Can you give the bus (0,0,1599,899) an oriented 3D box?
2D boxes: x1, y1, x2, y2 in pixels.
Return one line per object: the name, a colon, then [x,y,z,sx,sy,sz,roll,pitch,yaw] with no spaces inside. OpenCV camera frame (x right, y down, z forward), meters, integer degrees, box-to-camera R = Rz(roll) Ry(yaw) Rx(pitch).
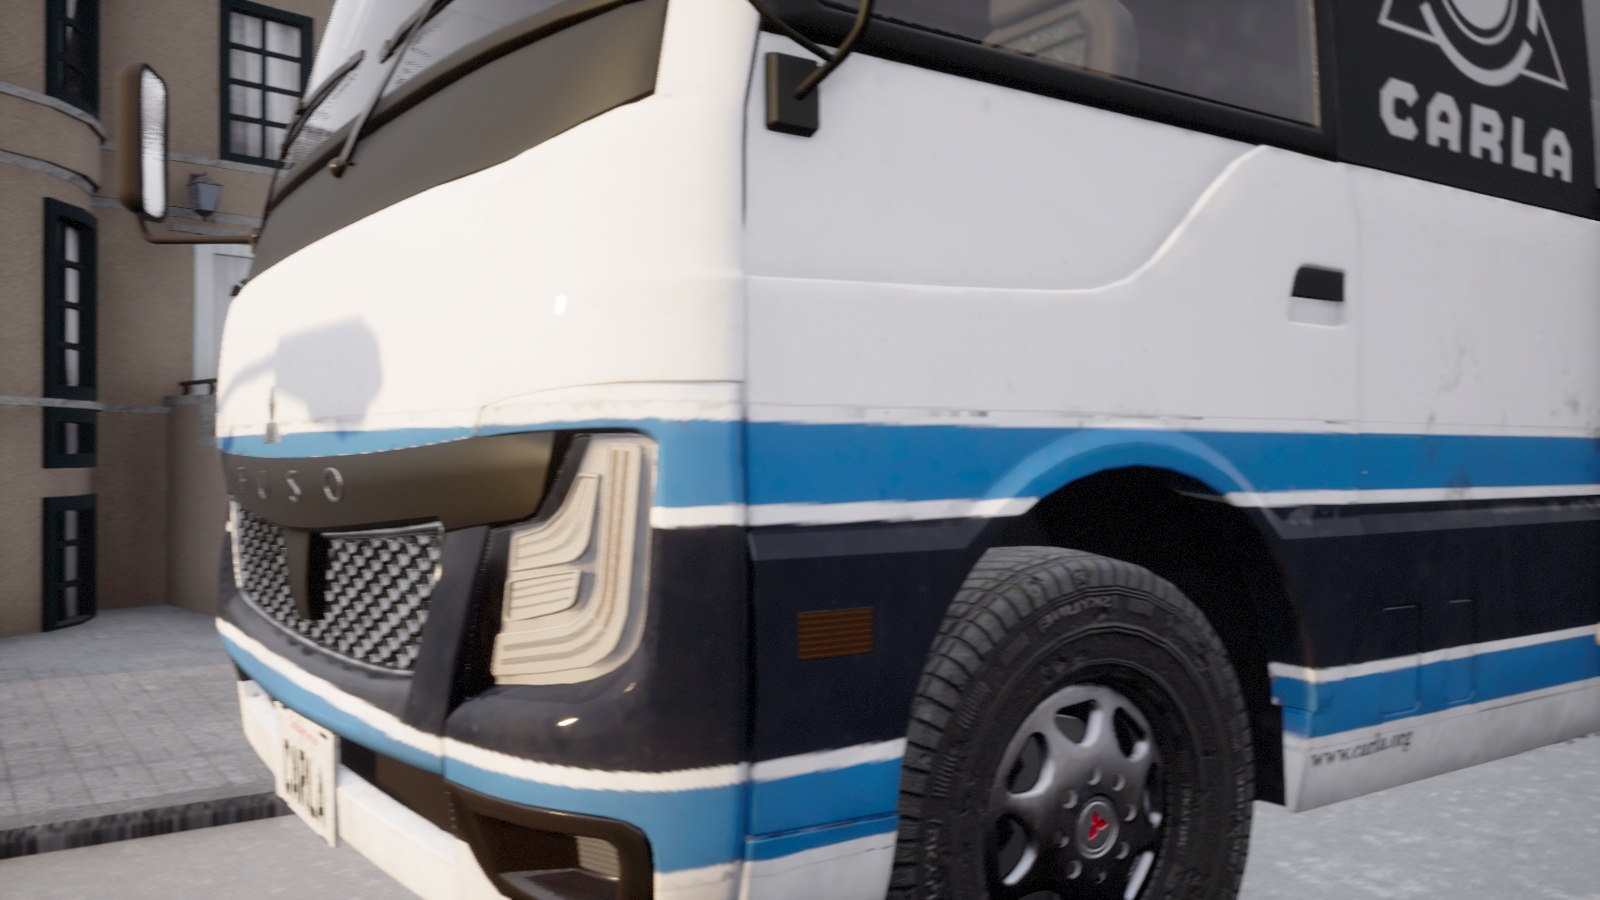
bus: [2.173,-0.622,5.786,10.273,4.253,3.944,0,0,-35]
